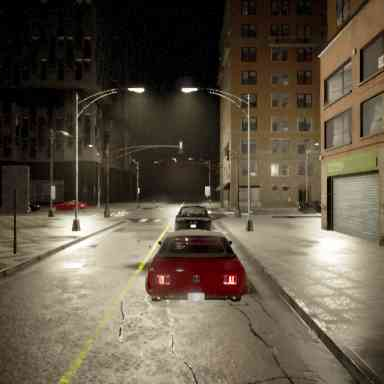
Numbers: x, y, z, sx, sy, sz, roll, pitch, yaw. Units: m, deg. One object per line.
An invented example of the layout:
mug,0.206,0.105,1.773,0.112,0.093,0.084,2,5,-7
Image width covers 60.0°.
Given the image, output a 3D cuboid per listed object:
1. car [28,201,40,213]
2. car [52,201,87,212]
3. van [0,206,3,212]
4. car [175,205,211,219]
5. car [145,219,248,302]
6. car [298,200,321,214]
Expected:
car,-20.212,1.726,39.240,4.313,1.339,1.947,0,0,0
car,-14.564,1.702,39.248,4.206,1.307,1.802,0,0,0
van,-20.193,1.426,30.716,3.998,1.788,1.690,0,0,0
car,0.054,1.474,18.362,1.882,1.535,5.008,0,0,0
car,0.079,1.601,8.213,1.895,1.301,4.718,0,0,0
car,12.032,1.415,30.761,4.313,1.339,1.947,0,0,0
